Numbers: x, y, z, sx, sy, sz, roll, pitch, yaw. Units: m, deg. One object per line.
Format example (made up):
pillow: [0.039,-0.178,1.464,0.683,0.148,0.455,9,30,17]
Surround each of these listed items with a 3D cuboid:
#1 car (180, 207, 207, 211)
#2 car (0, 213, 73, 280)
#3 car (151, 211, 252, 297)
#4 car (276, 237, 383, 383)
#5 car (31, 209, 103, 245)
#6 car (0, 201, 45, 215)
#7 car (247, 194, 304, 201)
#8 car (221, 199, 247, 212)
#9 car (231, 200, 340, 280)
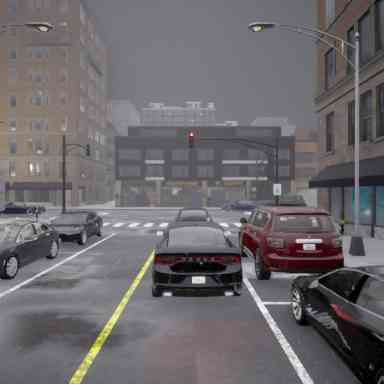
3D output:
car: [0.062,1.504,16.162,1.837,1.490,4.892,0,0,0]
car: [-5.400,1.550,9.831,2.008,1.369,4.403,0,0,0]
car: [0.064,1.477,8.633,1.882,1.535,5.008,0,0,-1]
car: [2.631,1.566,4.178,1.947,1.339,4.313,0,0,0]
car: [-5.406,1.565,15.493,1.947,1.339,4.313,0,0,0]
car: [-16.201,1.529,30.979,4.718,1.301,1.895,0,0,0]
car: [8.916,1.272,34.359,5.566,2.045,2.150,0,0,-3]
car: [5.628,1.559,37.800,4.674,1.442,1.812,0,0,0]
car: [2.625,1.314,9.840,2.192,1.841,5.009,0,0,0]
